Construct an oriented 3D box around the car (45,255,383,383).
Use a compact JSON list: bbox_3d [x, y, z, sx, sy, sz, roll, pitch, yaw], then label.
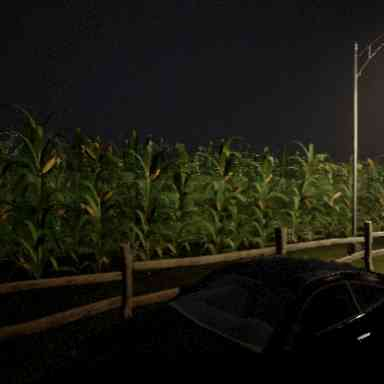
[{"bbox_3d":[0.885,1.518,3.663,4.674,1.442,1.812,0,0,-34],"label":"car"}]
